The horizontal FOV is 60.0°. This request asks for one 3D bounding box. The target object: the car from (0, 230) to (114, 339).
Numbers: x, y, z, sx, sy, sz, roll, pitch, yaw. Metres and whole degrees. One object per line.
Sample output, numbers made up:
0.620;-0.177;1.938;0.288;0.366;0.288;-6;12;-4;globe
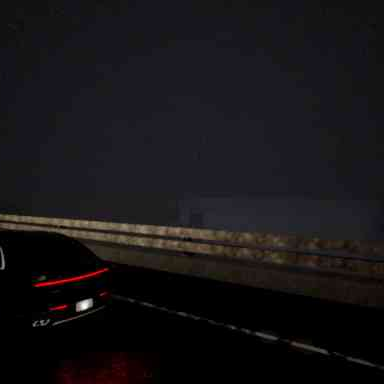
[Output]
-3.645;1.525;6.621;4.892;1.490;1.837;0;0;36;car
